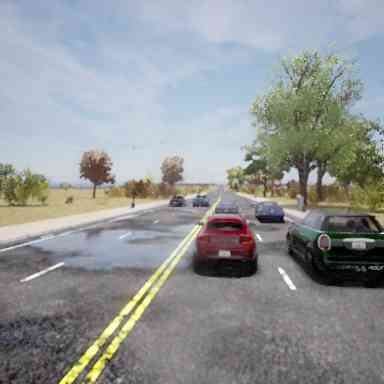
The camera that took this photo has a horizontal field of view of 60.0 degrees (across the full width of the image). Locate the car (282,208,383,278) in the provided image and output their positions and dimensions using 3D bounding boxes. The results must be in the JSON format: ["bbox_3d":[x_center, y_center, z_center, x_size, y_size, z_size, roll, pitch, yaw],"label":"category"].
[{"bbox_3d":[4.292,1.310,10.196,2.097,1.767,4.553,0,0,6],"label":"car"}]

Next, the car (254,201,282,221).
[{"bbox_3d":[5.968,1.419,25.982,2.033,1.411,5.357,0,0,6],"label":"car"}]

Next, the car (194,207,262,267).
[{"bbox_3d":[1.131,1.467,11.170,1.812,1.442,4.674,0,0,6],"label":"car"}]

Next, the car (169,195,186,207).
[{"bbox_3d":[-1.935,1.227,45.499,1.837,1.490,4.892,0,0,6],"label":"car"}]

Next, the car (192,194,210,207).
[{"bbox_3d":[1.286,1.085,45.041,2.097,1.767,4.553,0,0,6],"label":"car"}]

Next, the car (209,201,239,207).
[{"bbox_3d":[2.739,1.406,26.344,2.033,1.411,5.357,0,0,6],"label":"car"}]
